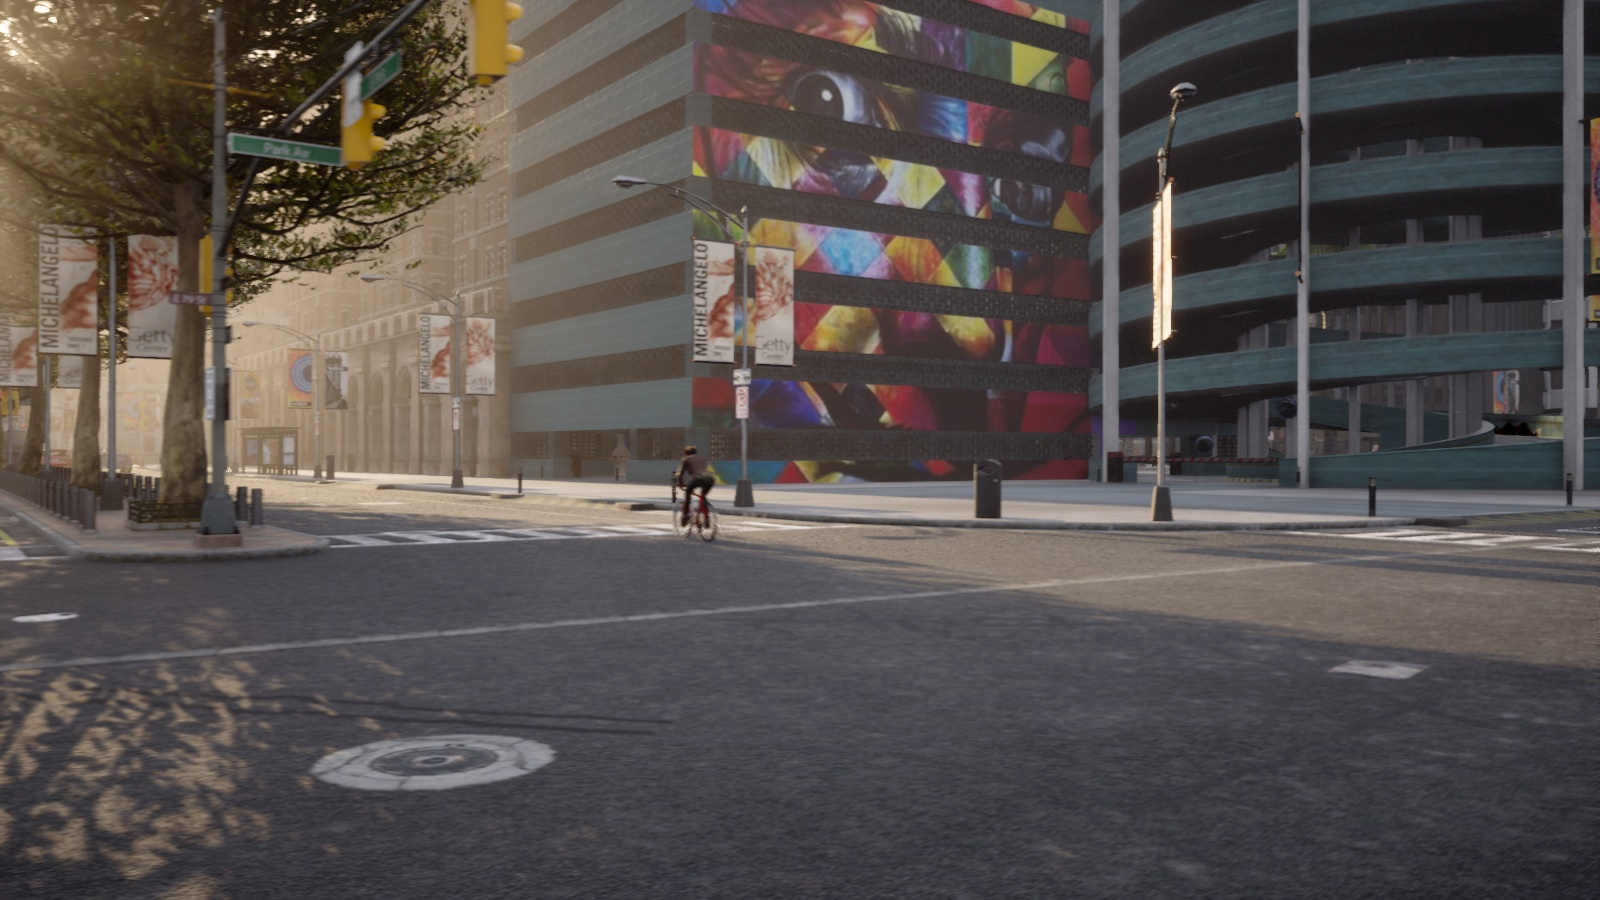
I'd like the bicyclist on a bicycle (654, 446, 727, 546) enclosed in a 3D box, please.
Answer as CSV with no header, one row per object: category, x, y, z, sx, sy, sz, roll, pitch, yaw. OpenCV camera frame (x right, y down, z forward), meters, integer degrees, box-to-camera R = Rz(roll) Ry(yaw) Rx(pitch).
bicyclist on a bicycle,-1.877,0.754,21.324,0.582,1.620,1.656,-1,0,-30

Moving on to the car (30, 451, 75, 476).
car,-50.757,0.906,85.223,2.242,1.667,4.611,0,0,-35

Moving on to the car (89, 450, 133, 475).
car,-47.833,0.839,87.149,2.152,1.651,5.027,0,0,-35
